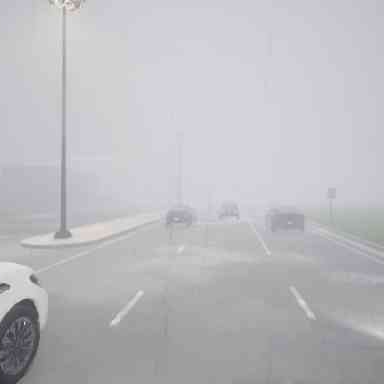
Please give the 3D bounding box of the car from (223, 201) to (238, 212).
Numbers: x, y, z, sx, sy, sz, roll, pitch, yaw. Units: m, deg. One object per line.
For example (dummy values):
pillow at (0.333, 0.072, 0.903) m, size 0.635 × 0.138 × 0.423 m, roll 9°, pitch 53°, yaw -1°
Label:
car at (5.065, 1.896, 44.069) m, size 1.895 × 1.301 × 4.718 m, roll 0°, pitch 0°, yaw 7°

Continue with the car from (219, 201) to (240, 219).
car at (3.560, 1.758, 31.568) m, size 2.033 × 1.411 × 5.357 m, roll 0°, pitch 0°, yaw 7°

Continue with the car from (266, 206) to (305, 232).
car at (5.865, 1.628, 21.376) m, size 1.882 × 1.535 × 5.008 m, roll 0°, pitch 0°, yaw 7°

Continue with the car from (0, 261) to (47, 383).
car at (-3.208, 1.229, 2.275) m, size 2.150 × 2.045 × 5.566 m, roll 0°, pitch -1°, yaw 4°

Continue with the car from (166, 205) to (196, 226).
car at (-0.770, 1.685, 24.853) m, size 1.812 × 1.442 × 4.674 m, roll 0°, pitch 0°, yaw 7°
